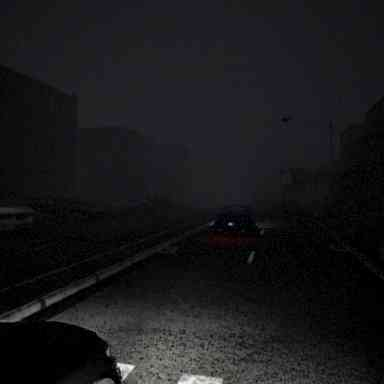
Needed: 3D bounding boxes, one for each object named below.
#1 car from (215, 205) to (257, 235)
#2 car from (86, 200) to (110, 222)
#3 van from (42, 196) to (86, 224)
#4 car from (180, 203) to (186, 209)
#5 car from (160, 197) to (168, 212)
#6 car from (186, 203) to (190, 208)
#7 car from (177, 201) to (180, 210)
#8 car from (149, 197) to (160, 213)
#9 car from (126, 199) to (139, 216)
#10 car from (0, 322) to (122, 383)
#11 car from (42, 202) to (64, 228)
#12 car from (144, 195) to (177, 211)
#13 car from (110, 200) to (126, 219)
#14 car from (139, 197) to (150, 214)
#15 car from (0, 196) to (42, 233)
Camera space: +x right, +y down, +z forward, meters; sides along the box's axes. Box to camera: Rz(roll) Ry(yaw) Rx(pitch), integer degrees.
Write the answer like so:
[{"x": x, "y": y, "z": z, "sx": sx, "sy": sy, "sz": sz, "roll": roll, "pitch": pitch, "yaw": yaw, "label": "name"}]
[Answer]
[{"x": 2.563, "y": 1.462, "z": 18.845, "sx": 1.882, "sy": 1.535, "sz": 5.008, "roll": 0, "pitch": 0, "yaw": 15, "label": "car"}, {"x": -9.268, "y": 1.499, "z": 25.651, "sx": 5.008, "sy": 1.535, "sz": 2.097, "roll": 0, "pitch": 0, "yaw": 14, "label": "car"}, {"x": -10.028, "y": 1.261, "z": 23.127, "sx": 4.442, "sy": 1.987, "sz": 1.878, "roll": 0, "pitch": 0, "yaw": 14, "label": "van"}, {"x": -3.793, "y": 1.765, "z": 47.005, "sx": 4.674, "sy": 1.452, "sz": 2.002, "roll": 0, "pitch": -1, "yaw": 14, "label": "car"}, {"x": -5.847, "y": 1.613, "z": 38.999, "sx": 5.008, "sy": 1.535, "sz": 2.097, "roll": 0, "pitch": -1, "yaw": 14, "label": "car"}, {"x": -2.926, "y": 1.767, "z": 49.630, "sx": 5.366, "sy": 1.575, "sz": 1.946, "roll": 0, "pitch": -1, "yaw": 14, "label": "car"}, {"x": -4.443, "y": 1.559, "z": 44.330, "sx": 4.553, "sy": 1.767, "sz": 2.185, "roll": 0, "pitch": -1, "yaw": 14, "label": "car"}, {"x": -6.521, "y": 1.583, "z": 36.327, "sx": 5.008, "sy": 1.535, "sz": 2.097, "roll": 0, "pitch": -1, "yaw": 14, "label": "car"}, {"x": -7.901, "y": 1.535, "z": 30.990, "sx": 4.892, "sy": 1.521, "sz": 2.231, "roll": 0, "pitch": 0, "yaw": 14, "label": "car"}, {"x": -2.032, "y": 1.525, "z": 1.482, "sx": 1.812, "sy": 1.442, "sz": 4.674, "roll": 0, "pitch": 0, "yaw": 15, "label": "car"}, {"x": -10.634, "y": 1.519, "z": 20.311, "sx": 4.674, "sy": 1.452, "sz": 2.002, "roll": 0, "pitch": 0, "yaw": 14, "label": "car"}, {"x": -5.185, "y": 1.396, "z": 41.678, "sx": 5.566, "sy": 2.045, "sz": 2.435, "roll": 0, "pitch": -1, "yaw": 14, "label": "car"}, {"x": -8.550, "y": 1.544, "z": 28.311, "sx": 4.792, "sy": 1.488, "sz": 2.163, "roll": 0, "pitch": 0, "yaw": 14, "label": "car"}, {"x": -7.216, "y": 1.558, "z": 33.660, "sx": 4.892, "sy": 1.521, "sz": 2.231, "roll": 0, "pitch": -1, "yaw": 14, "label": "car"}, {"x": -11.288, "y": 1.222, "z": 17.630, "sx": 5.566, "sy": 2.045, "sz": 2.435, "roll": 0, "pitch": 0, "yaw": 14, "label": "car"}]
